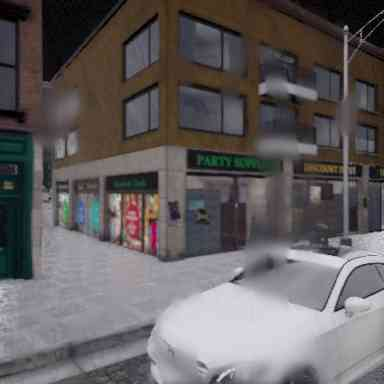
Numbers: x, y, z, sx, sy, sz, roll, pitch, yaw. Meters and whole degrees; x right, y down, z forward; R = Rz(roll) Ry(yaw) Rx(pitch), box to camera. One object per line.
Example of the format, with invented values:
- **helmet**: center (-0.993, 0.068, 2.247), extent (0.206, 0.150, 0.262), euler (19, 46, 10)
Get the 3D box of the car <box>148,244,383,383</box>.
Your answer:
- **car**: center (1.673, 1.525, 4.571), extent (4.674, 1.442, 1.812), euler (0, 0, -35)
